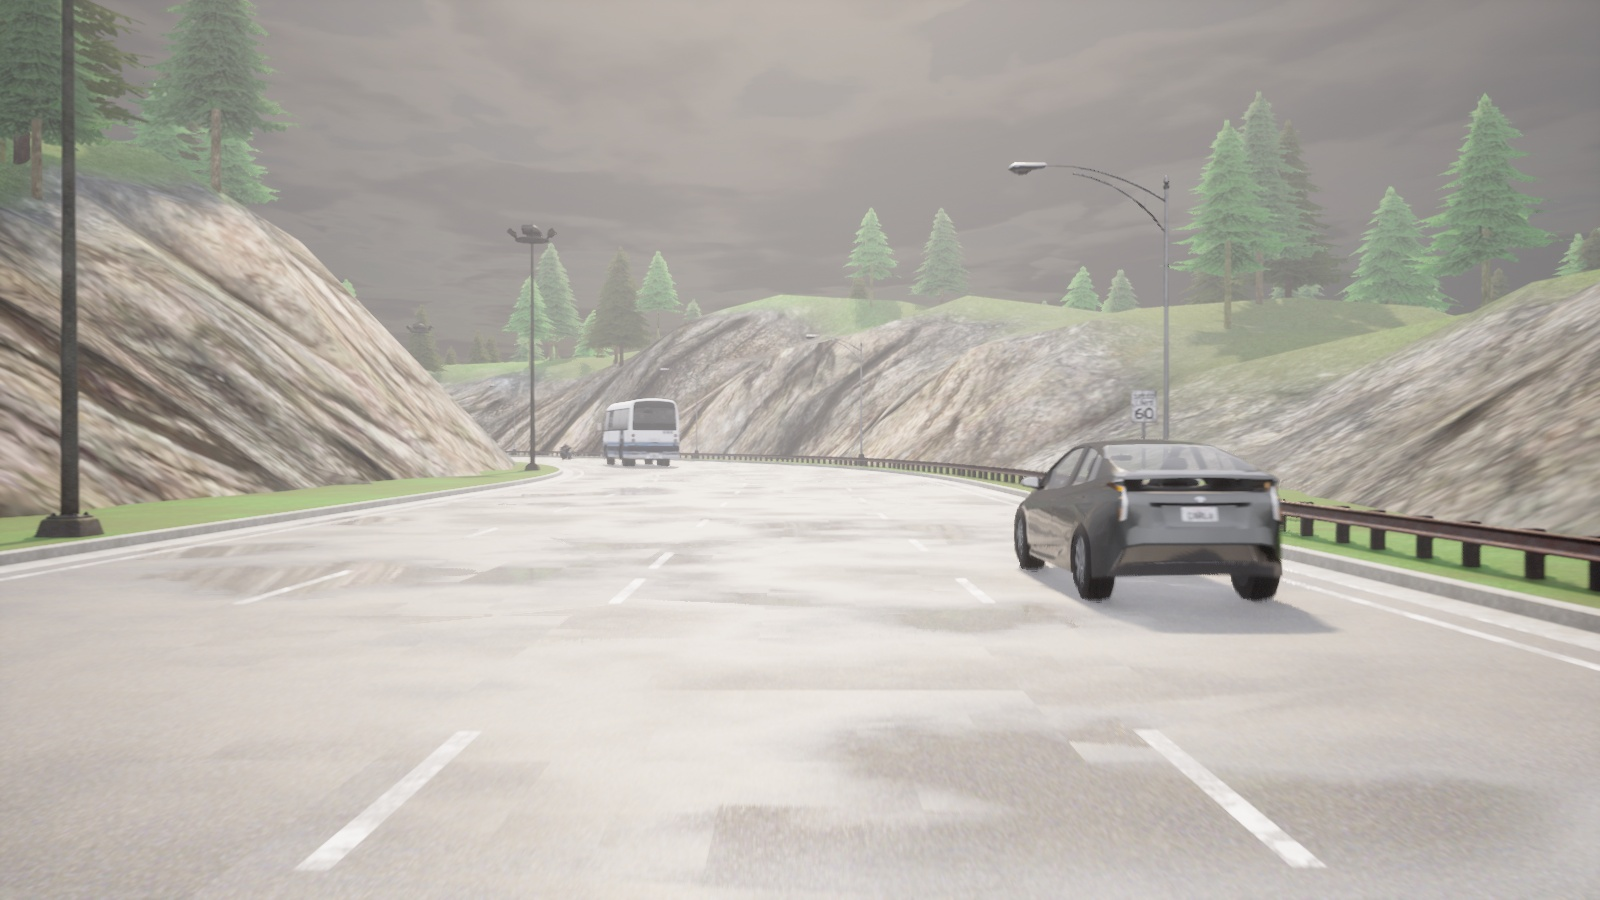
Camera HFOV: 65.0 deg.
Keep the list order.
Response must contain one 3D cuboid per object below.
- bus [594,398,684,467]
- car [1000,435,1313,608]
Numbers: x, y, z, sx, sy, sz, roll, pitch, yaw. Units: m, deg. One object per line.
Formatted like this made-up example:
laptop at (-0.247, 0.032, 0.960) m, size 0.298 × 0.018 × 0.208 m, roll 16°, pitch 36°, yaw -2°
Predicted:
bus at (-10.785, -1.107, 83.022) m, size 3.944 × 4.253 × 10.273 m, roll 0°, pitch 0°, yaw -18°
car at (3.507, 0.620, 13.342) m, size 2.007 × 1.525 × 4.514 m, roll 0°, pitch 0°, yaw 0°
